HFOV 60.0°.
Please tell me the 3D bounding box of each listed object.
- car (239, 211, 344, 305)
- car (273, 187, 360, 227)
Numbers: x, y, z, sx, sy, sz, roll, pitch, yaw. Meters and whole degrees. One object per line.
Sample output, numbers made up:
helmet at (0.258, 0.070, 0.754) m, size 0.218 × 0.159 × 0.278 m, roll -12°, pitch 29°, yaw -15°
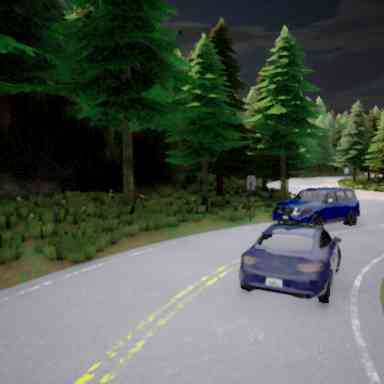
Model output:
car at (2.565, 1.485, 8.209) m, size 1.812 × 1.442 × 4.674 m, roll 3°, pitch 2°, yaw 27°
car at (6.696, 0.814, 17.564) m, size 5.566 × 2.045 × 2.150 m, roll -1°, pitch 5°, yaw -37°
